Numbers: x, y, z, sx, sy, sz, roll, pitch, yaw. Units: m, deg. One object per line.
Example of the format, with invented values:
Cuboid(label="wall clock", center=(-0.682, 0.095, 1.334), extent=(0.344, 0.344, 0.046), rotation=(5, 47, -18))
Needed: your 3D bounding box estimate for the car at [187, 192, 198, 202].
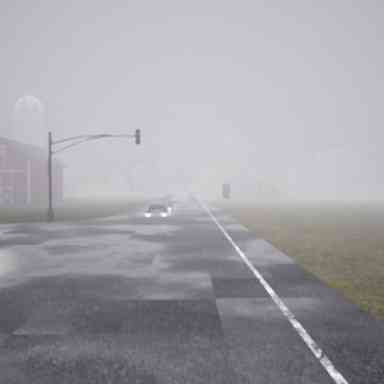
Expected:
Cuboid(label="car", center=(0.111, 1.226, 64.204), extent=(2.033, 1.411, 5.357), rotation=(0, 0, -2))

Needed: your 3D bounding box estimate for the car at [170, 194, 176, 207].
Cuboid(label="car", center=(-3.593, 1.344, 46.009), extent=(1.994, 1.385, 4.181), rotation=(0, 0, -1))

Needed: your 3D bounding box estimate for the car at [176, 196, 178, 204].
Cuboid(label="car", center=(-3.542, 1.077, 56.033), extent=(2.097, 1.767, 4.553), rotation=(0, 0, 1))

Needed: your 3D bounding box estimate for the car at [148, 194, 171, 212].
Cuboid(label="car", center=(-3.600, 1.309, 36.115), extent=(1.882, 1.535, 5.008), rotation=(0, 0, 0))
